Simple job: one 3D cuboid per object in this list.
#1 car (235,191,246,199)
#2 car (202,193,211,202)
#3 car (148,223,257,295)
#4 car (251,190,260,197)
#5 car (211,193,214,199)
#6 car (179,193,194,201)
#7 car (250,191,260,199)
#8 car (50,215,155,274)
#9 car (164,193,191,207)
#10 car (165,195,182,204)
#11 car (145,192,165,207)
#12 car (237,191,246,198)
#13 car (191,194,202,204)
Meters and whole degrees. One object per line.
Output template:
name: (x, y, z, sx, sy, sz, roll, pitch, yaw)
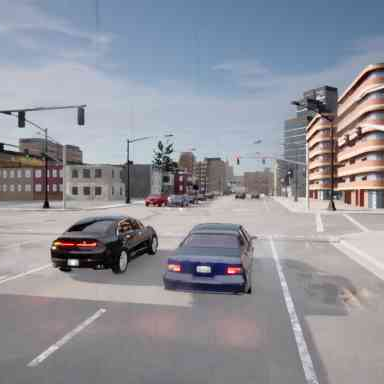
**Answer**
car: (11.094, 0.902, 77.029, 1.994, 1.385, 4.181, 0, 1, 11)
car: (1.766, 1.119, 66.009, 2.033, 1.411, 5.357, 0, 1, 12)
car: (0.708, 1.547, 8.920, 2.033, 1.411, 5.357, 0, 0, 11)
car: (16.344, 0.464, 85.607, 2.097, 1.767, 4.553, 0, 1, 11)
car: (3.807, 0.862, 76.249, 1.882, 1.535, 5.008, 0, 1, 11)
car: (-1.133, 1.073, 69.256, 2.033, 1.411, 5.357, 0, 1, 11)
car: (14.341, 0.881, 75.403, 2.128, 1.511, 4.902, 0, 1, 11)
car: (-2.510, 1.505, 10.664, 1.837, 1.490, 4.892, 0, 0, 11)
car: (-1.947, 1.223, 47.448, 2.097, 1.767, 4.553, 0, 1, 11)
car: (-3.253, 1.238, 58.882, 1.812, 1.442, 4.674, 0, 1, 12)
car: (-5.155, 1.080, 49.324, 2.150, 2.045, 5.566, 0, 1, 11)
car: (12.988, 0.552, 86.681, 2.097, 1.767, 4.553, 0, 1, 11)
car: (-0.188, 1.235, 56.359, 2.128, 1.511, 4.902, 0, 1, 11)
